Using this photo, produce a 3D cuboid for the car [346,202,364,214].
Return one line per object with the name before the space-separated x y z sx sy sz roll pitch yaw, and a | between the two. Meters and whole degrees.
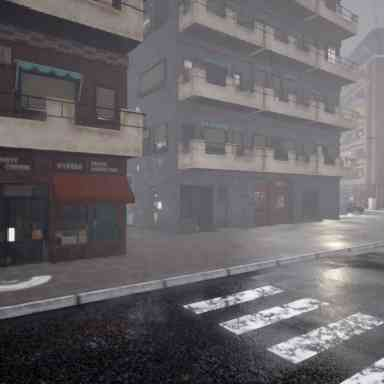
car | 18.050 1.789 38.328 1.895 1.301 4.718 0 0 5
